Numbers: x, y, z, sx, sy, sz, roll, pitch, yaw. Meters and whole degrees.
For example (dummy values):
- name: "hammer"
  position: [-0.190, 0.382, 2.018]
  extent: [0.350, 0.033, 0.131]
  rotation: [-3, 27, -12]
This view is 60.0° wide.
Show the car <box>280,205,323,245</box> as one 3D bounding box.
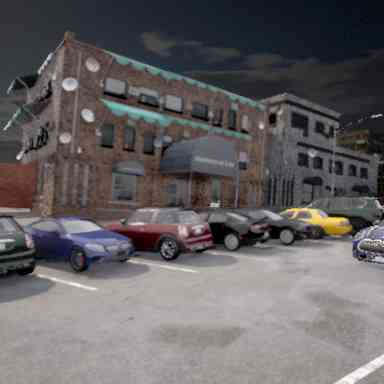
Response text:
- name: "car"
  position: [3.239, 1.519, 15.882]
  extent: [5.008, 1.535, 2.097]
  rotation: [-1, -1, 35]

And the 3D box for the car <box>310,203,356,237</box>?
- name: "car"
  position: [5.487, 1.542, 17.678]
  extent: [5.366, 1.575, 1.946]
  rotation: [-1, -1, 35]

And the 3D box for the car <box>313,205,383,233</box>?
- name: "car"
  position: [10.433, 1.615, 20.948]
  extent: [4.892, 1.521, 2.231]
  rotation: [-1, -1, 35]

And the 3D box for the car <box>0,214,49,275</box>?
- name: "car"
  position: [-6.303, 1.345, 9.062]
  extent: [4.553, 1.767, 2.185]
  rotation: [-1, -1, 35]

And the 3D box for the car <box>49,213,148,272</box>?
- name: "car"
  position: [-3.932, 1.514, 10.790]
  extent: [4.674, 1.452, 2.002]
  rotation: [-1, -1, 35]

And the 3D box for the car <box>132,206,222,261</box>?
- name: "car"
  position: [-1.523, 1.357, 12.462]
  extent: [4.553, 1.767, 2.185]
  rotation: [-1, -1, 35]

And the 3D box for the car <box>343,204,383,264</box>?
- name: "car"
  position: [7.345, 1.401, 11.036]
  extent: [4.553, 1.767, 2.097]
  rotation: [1, 0, -35]

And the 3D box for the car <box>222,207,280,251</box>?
- name: "car"
  position: [0.854, 1.496, 14.177]
  extent: [5.008, 1.535, 2.097]
  rotation: [-1, -1, 35]

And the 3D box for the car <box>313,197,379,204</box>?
- name: "car"
  position: [8.008, 1.327, 19.281]
  extent: [5.566, 2.045, 2.435]
  rotation: [-1, -1, 35]
